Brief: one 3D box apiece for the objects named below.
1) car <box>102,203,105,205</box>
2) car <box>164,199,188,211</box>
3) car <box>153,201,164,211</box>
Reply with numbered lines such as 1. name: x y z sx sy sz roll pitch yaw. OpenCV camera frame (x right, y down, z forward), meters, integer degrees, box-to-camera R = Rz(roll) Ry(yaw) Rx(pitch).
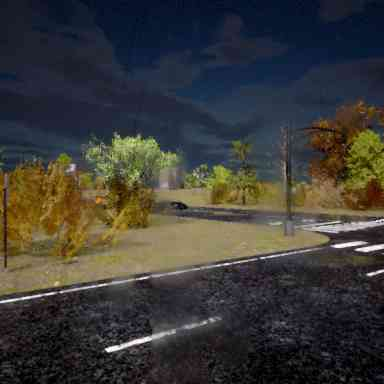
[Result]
1. car: -14.793 1.318 55.751 2.097 1.767 4.553 0 0 -38
2. car: -2.340 1.539 39.758 1.994 1.385 4.181 0 0 -38
3. car: -5.647 1.347 38.704 2.097 1.767 4.553 0 0 -38
